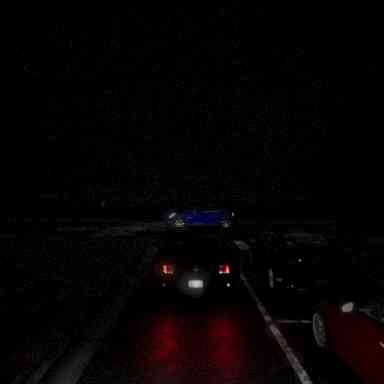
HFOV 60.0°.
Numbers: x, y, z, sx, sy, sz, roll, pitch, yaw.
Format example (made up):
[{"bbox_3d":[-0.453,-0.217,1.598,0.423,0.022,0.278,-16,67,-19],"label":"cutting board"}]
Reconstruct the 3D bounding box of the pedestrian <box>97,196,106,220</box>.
[{"bbox_3d":[-6.874,1.212,25.118,0.375,1.860,0.375,0,0,0],"label":"pedestrian"}]

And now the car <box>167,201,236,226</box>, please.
[{"bbox_3d":[0.614,1.512,22.226,4.553,1.767,2.097,0,0,0],"label":"car"}]

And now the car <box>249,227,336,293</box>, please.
[{"bbox_3d":[2.624,1.622,8.932,2.008,1.369,4.403,-1,0,0],"label":"car"}]

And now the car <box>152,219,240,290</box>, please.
[{"bbox_3d":[0.098,1.675,9.269,1.895,1.301,4.718,0,0,0],"label":"car"}]

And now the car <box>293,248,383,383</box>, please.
[{"bbox_3d":[2.623,1.610,3.399,1.802,1.307,4.206,-1,0,0],"label":"car"}]
